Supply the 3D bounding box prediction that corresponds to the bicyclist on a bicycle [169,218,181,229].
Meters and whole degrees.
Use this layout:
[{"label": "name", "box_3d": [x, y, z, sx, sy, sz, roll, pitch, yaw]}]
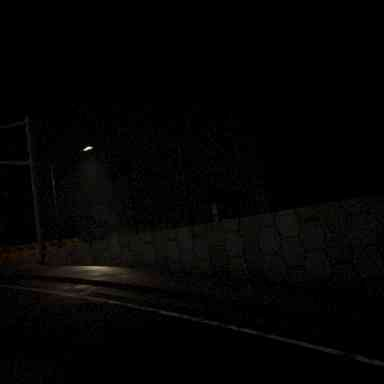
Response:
[{"label": "bicyclist on a bicycle", "box_3d": [-1.348, 2.914, 27.281, 1.656, 1.620, 0.582, -14, -8, 35]}]
